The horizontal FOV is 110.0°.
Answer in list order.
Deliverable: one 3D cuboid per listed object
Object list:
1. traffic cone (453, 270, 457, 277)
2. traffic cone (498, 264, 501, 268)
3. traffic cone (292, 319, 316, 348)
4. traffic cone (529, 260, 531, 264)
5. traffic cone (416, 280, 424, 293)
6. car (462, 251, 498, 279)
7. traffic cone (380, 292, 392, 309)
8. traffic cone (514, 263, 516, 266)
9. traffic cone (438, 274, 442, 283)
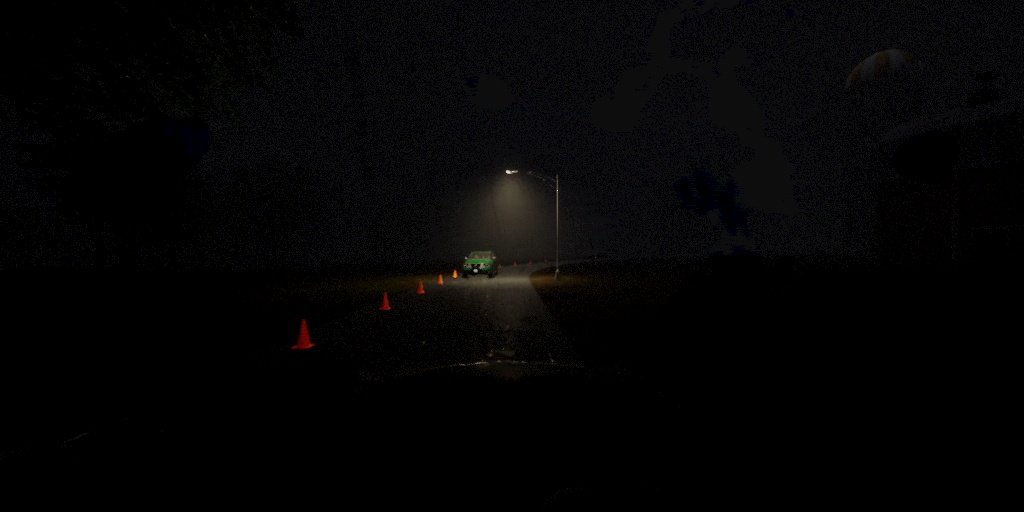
[{"bbox_3d":[-4.417,1.356,27.819,0.340,0.580,0.340,0,0,3],"label":"traffic cone"},{"bbox_3d":[-1.450,1.090,43.132,0.340,0.580,0.340,0,0,18],"label":"traffic cone"},{"bbox_3d":[-4.447,1.637,7.660,0.340,0.580,0.340,0,0,0],"label":"traffic cone"},{"bbox_3d":[2.689,0.850,52.689,0.340,0.580,0.340,0,0,28],"label":"traffic cone"},{"bbox_3d":[-4.497,1.498,17.659,0.340,0.580,0.340,0,0,0],"label":"traffic cone"},{"bbox_3d":[-2.350,0.624,27.517,2.150,2.045,5.566,0,1,4],"label":"car"},{"bbox_3d":[-4.472,1.568,12.660,0.340,0.580,0.340,0,0,0],"label":"traffic cone"},{"bbox_3d":[0.412,0.976,48.000,0.340,0.580,0.340,0,0,23],"label":"traffic cone"},{"bbox_3d":[-4.522,1.428,22.659,0.340,0.580,0.340,0,0,0],"label":"traffic cone"}]
